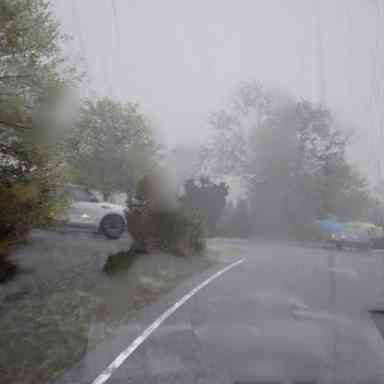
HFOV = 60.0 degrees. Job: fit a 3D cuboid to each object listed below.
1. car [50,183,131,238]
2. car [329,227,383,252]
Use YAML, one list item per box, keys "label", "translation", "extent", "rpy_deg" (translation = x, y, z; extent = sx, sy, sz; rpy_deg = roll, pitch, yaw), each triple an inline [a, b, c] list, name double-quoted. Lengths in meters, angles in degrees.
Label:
- label: "car"
  translation: [-5.089, 0.686, 13.788]
  extent: [5.566, 2.045, 2.150]
  rpy_deg: [7, -5, -19]
- label: "car"
  translation: [10.190, 2.808, 19.839]
  extent: [5.357, 1.411, 2.033]
  rpy_deg: [9, -8, -41]
